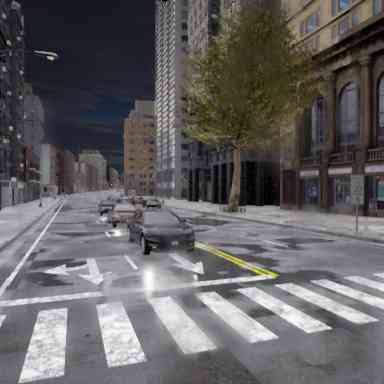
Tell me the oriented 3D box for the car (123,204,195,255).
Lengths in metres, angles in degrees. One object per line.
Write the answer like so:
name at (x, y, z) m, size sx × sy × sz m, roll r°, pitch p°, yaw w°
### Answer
car at (-1.418, 1.461, 13.613) m, size 1.882 × 1.535 × 5.008 m, roll 0°, pitch 0°, yaw -20°

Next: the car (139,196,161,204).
car at (-5.415, 1.454, 44.369) m, size 1.994 × 1.385 × 4.181 m, roll 0°, pitch 0°, yaw -19°

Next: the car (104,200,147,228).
car at (-4.597, 1.493, 22.452) m, size 1.812 × 1.442 × 4.674 m, roll 0°, pitch 0°, yaw -20°

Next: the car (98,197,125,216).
car at (-8.180, 1.485, 32.433) m, size 2.033 × 1.411 × 5.357 m, roll 0°, pitch 0°, yaw -19°

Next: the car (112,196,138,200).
car at (-9.377, 1.372, 45.919) m, size 2.128 × 1.511 × 4.902 m, roll 0°, pitch 0°, yaw -20°
